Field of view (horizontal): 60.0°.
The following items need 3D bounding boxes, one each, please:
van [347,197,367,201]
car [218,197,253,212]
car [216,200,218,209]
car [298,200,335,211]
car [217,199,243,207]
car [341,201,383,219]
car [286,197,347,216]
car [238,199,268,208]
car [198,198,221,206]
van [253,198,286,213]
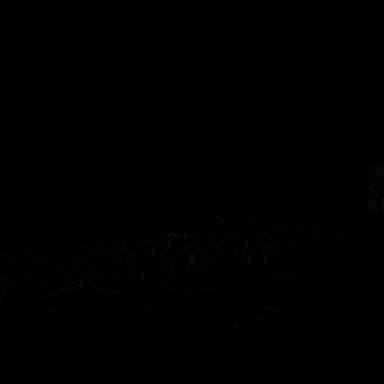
[{"bbox_3d":[19.771,1.455,39.555,1.690,1.788,3.998,-1,0,-36],"label":"van"},{"bbox_3d":[6.235,1.627,43.832,2.192,1.841,5.009,-1,0,-36],"label":"car"},{"bbox_3d":[2.938,1.915,48.454,2.008,1.369,4.403,-1,0,-36],"label":"car"},{"bbox_3d":[16.474,1.736,44.176,1.947,1.339,4.313,-1,0,-36],"label":"car"},{"bbox_3d":[6.567,1.872,58.037,1.887,1.381,4.507,-1,0,-36],"label":"car"},{"bbox_3d":[16.148,1.726,29.970,1.802,1.307,4.206,-1,0,-36],"label":"car"},{"bbox_3d":[12.840,1.517,34.591,2.192,1.841,5.009,-1,0,-36],"label":"car"},{"bbox_3d":[9.770,1.803,53.556,1.752,1.417,4.829,-1,0,-36],"label":"car"},{"bbox_3d":[3.265,1.929,62.658,2.008,1.369,4.403,-1,0,-36],"label":"car"},{"bbox_3d":[9.538,1.599,39.212,1.690,1.788,3.998,-1,0,-36],"label":"van"}]
